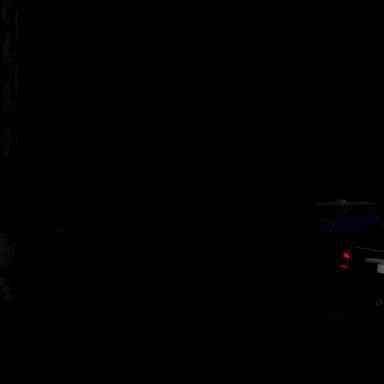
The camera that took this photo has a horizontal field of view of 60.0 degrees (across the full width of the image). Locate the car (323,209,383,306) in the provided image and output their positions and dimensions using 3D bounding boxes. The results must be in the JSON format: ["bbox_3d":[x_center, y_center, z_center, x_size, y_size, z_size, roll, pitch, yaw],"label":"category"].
[{"bbox_3d":[5.054,1.352,6.915,4.553,1.767,2.097,0,0,-35],"label":"car"}]

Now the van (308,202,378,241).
[{"bbox_3d":[7.074,1.342,15.444,3.998,1.788,1.690,0,0,-36],"label":"van"}]
